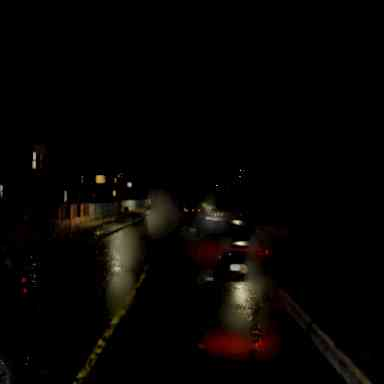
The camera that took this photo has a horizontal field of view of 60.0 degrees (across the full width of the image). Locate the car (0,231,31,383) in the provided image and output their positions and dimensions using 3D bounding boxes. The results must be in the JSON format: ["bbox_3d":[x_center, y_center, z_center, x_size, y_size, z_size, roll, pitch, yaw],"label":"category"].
[{"bbox_3d":[-2.848,1.235,1.421,2.150,2.045,5.566,0,0,0],"label":"car"}]

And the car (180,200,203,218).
[{"bbox_3d":[0.130,1.843,34.340,2.033,1.411,5.357,0,0,1],"label":"car"}]

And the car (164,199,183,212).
[{"bbox_3d":[-2.745,1.879,45.391,2.128,1.511,4.902,0,0,0],"label":"car"}]

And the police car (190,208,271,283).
[{"bbox_3d":[0.981,1.513,10.062,1.930,1.638,5.238,0,0,0],"label":"police car"}]
